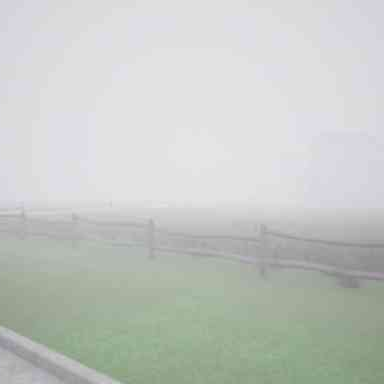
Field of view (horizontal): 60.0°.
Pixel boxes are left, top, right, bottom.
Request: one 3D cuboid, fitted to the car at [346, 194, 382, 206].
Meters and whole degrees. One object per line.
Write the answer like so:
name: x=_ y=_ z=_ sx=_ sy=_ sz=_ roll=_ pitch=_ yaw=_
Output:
car: x=24.925 y=1.236 z=48.283 sx=4.605 sy=1.855 sz=1.932 roll=0 pitch=0 yaw=35
